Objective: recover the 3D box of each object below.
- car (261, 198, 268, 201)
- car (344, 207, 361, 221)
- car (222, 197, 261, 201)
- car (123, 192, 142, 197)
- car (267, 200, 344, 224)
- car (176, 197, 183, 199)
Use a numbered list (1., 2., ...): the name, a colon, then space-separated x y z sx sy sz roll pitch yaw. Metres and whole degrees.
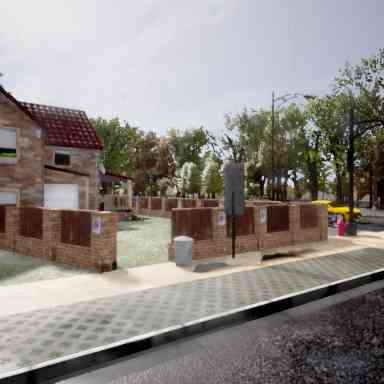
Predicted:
1. car: 7.724 1.377 40.562 1.882 1.535 5.008 0 0 -35
2. car: 10.274 1.423 25.427 1.882 1.535 5.008 0 0 -35
3. car: 4.235 1.396 33.911 2.128 1.511 4.902 0 0 -35
4. car: -12.422 0.967 68.856 2.150 2.045 5.566 0 0 -35
5. car: 7.784 1.469 23.319 1.812 1.442 4.674 0 0 -35
6. car: -1.933 1.409 42.588 2.033 1.411 5.357 0 0 -35
